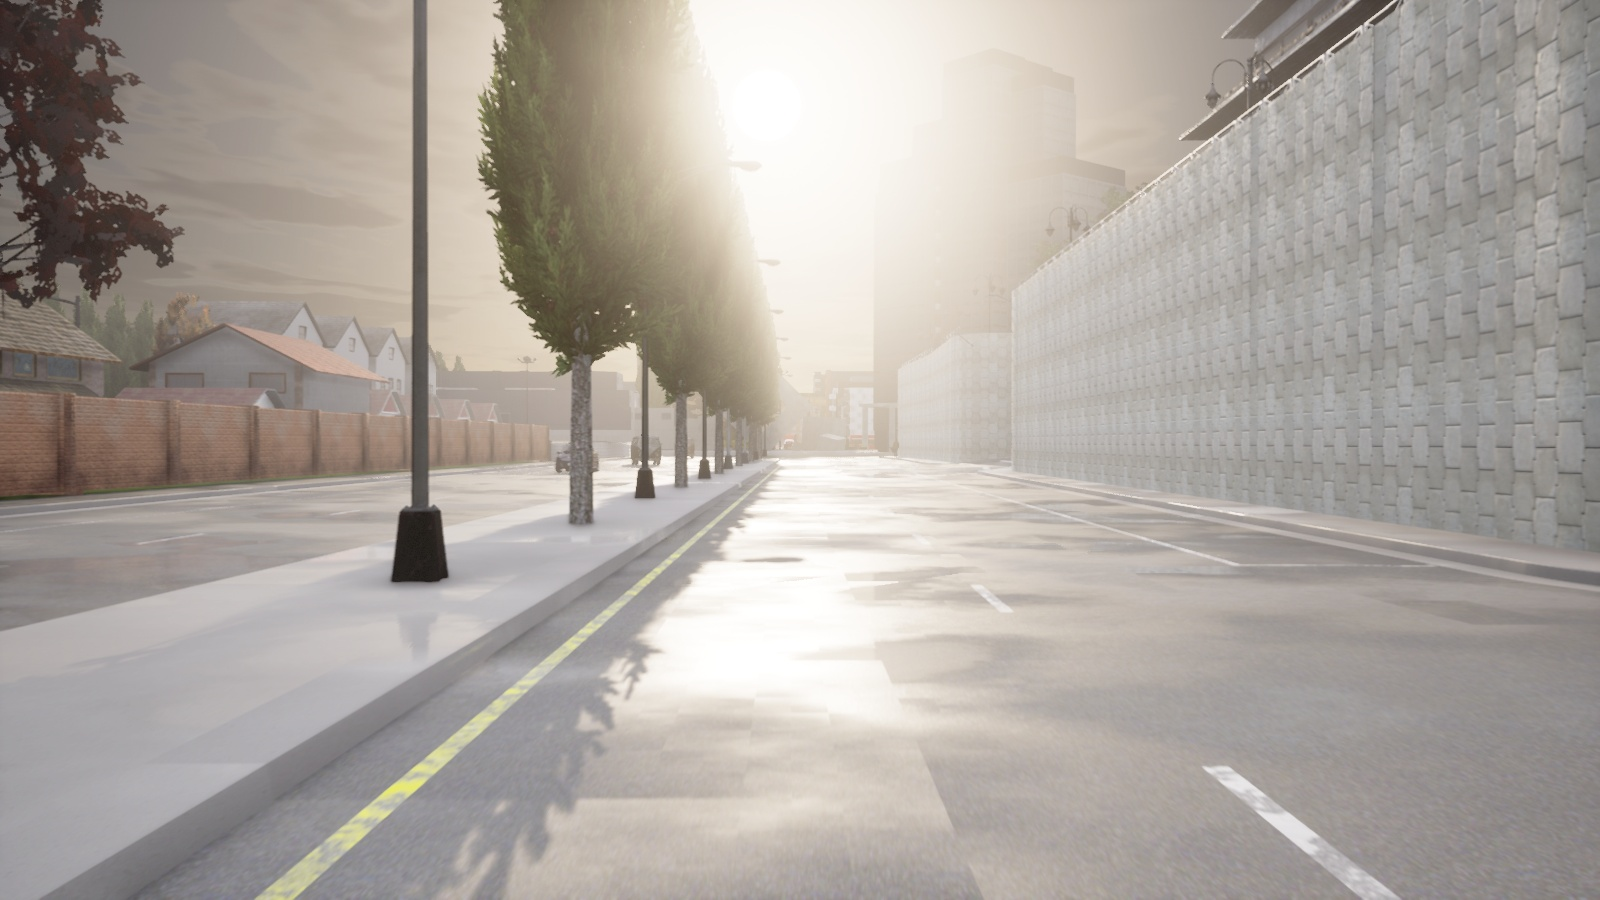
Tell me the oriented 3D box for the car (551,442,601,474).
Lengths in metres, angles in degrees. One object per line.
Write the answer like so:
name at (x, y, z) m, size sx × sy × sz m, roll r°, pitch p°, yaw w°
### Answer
car at (-11.141, 0.376, 62.637) m, size 1.845 × 1.501 × 3.633 m, roll 0°, pitch 0°, yaw 0°

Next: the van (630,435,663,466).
van at (-10.253, 0.000, 83.519) m, size 1.775 × 1.987 × 4.442 m, roll 0°, pitch 0°, yaw -13°
